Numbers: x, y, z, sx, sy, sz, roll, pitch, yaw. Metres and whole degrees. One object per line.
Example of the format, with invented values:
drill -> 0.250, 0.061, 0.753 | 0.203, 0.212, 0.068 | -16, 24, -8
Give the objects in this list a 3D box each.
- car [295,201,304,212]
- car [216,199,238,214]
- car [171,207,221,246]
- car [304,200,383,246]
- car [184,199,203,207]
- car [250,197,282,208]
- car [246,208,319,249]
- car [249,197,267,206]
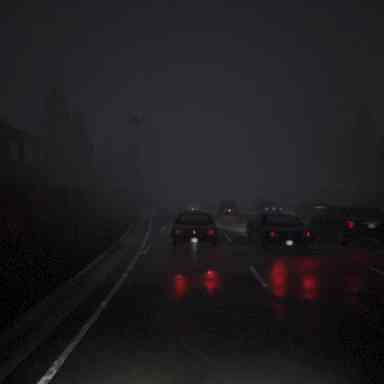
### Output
car -> 10.601, 1.447, 29.395 | 2.128, 1.511, 4.902 | 0, 0, 0
car -> 3.586, 1.456, 34.140 | 1.837, 1.490, 4.892 | 0, 1, 0
car -> 0.101, 1.579, 15.114 | 1.895, 1.301, 4.718 | 0, 0, 0
car -> 7.100, 1.333, 15.262 | 2.097, 1.767, 4.553 | 0, 1, 0
car -> 0.088, 1.473, 35.366 | 1.812, 1.442, 4.674 | 0, 0, 0
car -> 7.076, 1.501, 31.178 | 2.033, 1.411, 5.357 | 0, 0, 0
car -> 3.601, 1.579, 14.484 | 1.895, 1.301, 4.718 | 0, 0, 0
car -> 10.603, 1.484, 53.714 | 1.994, 1.385, 4.181 | 0, 0, 0
